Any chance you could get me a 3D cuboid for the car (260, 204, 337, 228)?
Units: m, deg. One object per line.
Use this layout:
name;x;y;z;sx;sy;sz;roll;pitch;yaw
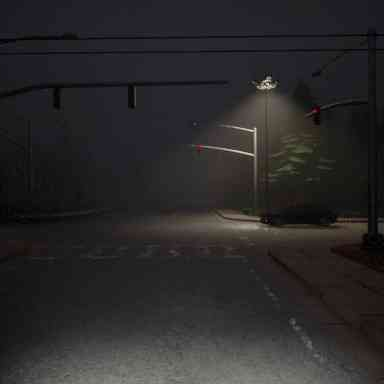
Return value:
car;7.046;1.554;22.176;4.892;1.490;1.837;0;0;1
